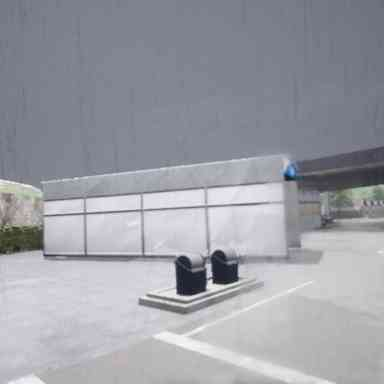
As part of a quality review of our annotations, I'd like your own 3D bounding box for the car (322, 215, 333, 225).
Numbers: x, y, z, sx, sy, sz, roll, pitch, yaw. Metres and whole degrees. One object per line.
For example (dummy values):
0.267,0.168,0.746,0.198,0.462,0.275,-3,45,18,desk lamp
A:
20.290,4.475,51.816,2.242,1.667,4.611,-6,-6,42,car
